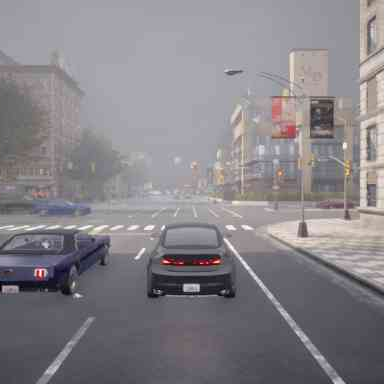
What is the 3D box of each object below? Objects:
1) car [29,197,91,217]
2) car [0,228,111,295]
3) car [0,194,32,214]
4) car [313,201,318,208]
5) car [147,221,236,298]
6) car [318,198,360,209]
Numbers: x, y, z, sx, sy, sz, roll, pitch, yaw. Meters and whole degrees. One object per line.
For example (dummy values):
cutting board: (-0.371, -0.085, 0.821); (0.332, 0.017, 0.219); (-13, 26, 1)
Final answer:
car: (-11.944, 1.477, 30.923); (5.008, 1.535, 1.882); (0, 0, 0)
car: (-3.518, 1.601, 8.675); (1.895, 1.301, 4.718); (0, 0, 0)
car: (-17.679, 1.224, 34.382); (5.566, 2.045, 2.150); (0, 0, 0)
car: (19.282, 1.526, 46.338); (4.674, 1.442, 1.812); (0, 0, 0)
car: (-0.019, 1.505, 8.497); (1.837, 1.490, 4.892); (0, 0, 0)
car: (19.325, 1.601, 42.839); (4.718, 1.301, 1.895); (0, 0, 0)
